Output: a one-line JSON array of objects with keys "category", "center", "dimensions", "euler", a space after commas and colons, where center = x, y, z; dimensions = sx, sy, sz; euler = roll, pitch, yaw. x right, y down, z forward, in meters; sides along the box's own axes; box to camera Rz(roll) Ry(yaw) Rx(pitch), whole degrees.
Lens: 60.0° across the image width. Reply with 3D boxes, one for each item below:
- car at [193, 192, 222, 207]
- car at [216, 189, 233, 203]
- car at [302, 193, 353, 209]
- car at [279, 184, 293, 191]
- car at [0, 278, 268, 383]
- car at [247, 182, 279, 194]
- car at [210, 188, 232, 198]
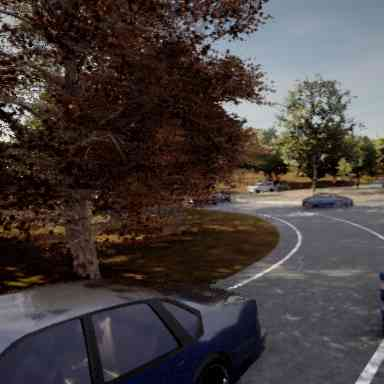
[{"category": "car", "center": [1.624, 1.091, 41.226], "dimensions": [1.895, 1.301, 4.718], "euler": [-4, 2, -16]}, {"category": "car", "center": [3.920, 0.782, 44.917], "dimensions": [2.033, 1.411, 5.357], "euler": [-4, 2, -9]}, {"category": "car", "center": [11.759, 0.747, 29.011], "dimensions": [4.181, 1.385, 1.994], "euler": [-3, 2, 32]}, {"category": "car", "center": [18.305, -0.928, 68.539], "dimensions": [4.902, 1.511, 2.128], "euler": [-3, 2, -10]}, {"category": "car", "center": [-1.356, 1.636, 2.889], "dimensions": [2.033, 1.411, 5.357], "euler": [-2, -1, 42]}, {"category": "car", "center": [13.187, -0.760, 63.264], "dimensions": [5.566, 2.045, 2.150], "euler": [-5, 2, -28]}, {"category": "car", "center": [5.343, 0.225, 60.605], "dimensions": [1.994, 1.385, 4.181], "euler": [-2, 3, 40]}]
